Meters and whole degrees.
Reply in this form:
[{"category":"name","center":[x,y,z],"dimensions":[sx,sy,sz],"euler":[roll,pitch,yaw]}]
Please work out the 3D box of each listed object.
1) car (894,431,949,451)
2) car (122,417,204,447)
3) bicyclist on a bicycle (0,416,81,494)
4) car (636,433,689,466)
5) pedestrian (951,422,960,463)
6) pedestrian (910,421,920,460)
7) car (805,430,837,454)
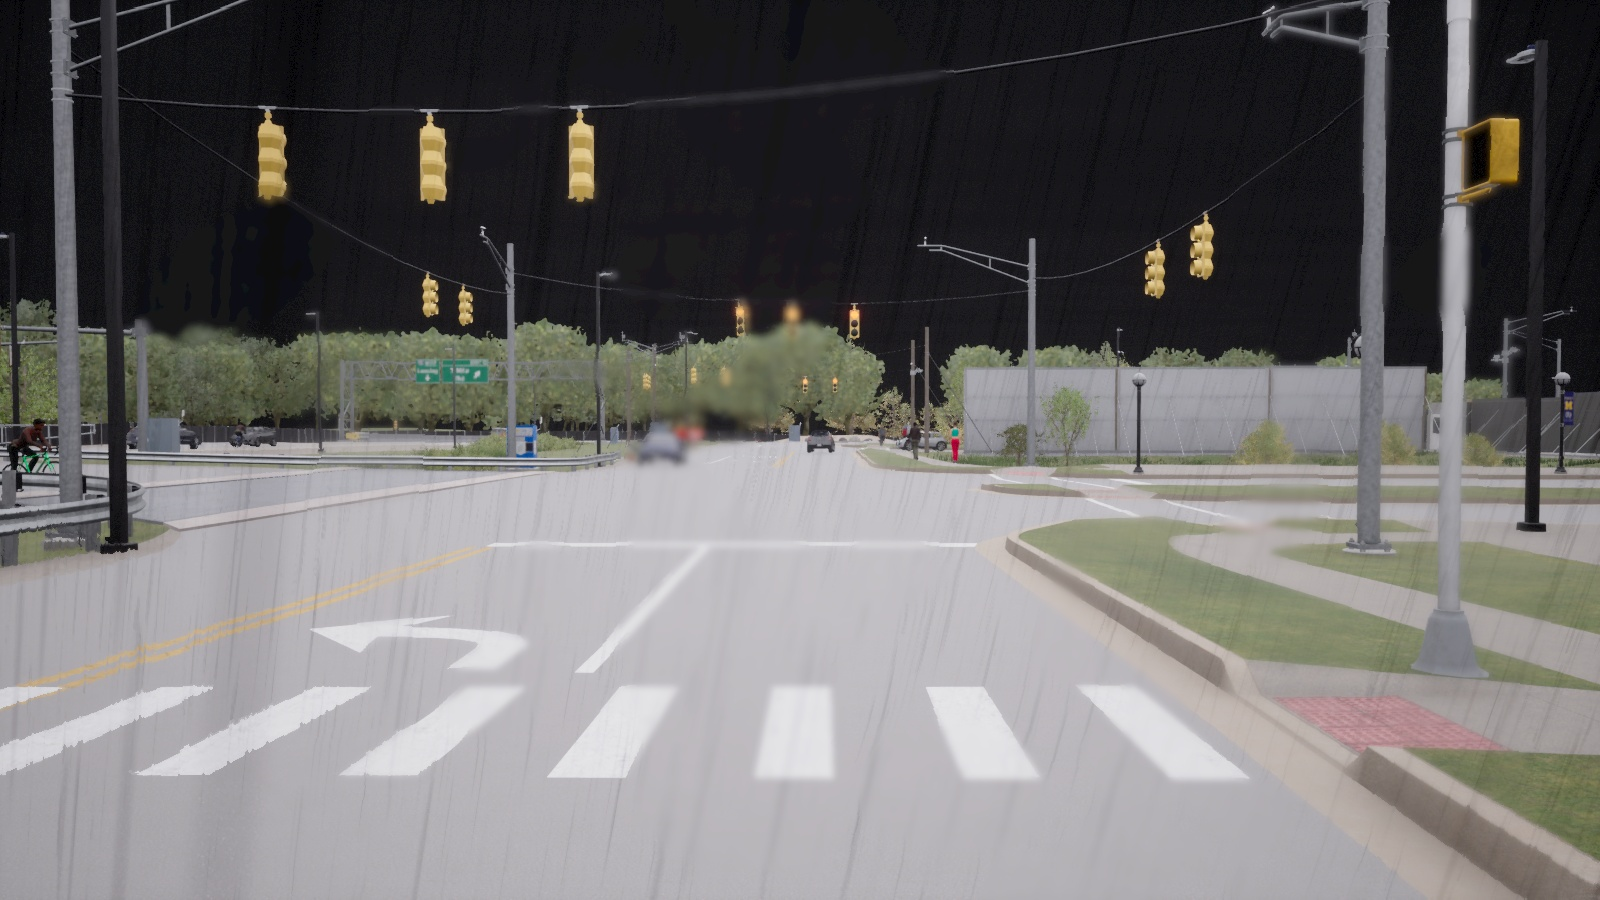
[{"category":"car","center":[9.385,-0.709,97.241],"dimensions":[3.806,1.475,1.970],"euler":[1,2,-9]},{"category":"car","center":[-37.120,-1.046,73.365],"dimensions":[2.152,1.651,5.027],"euler":[0,1,1]},{"category":"bicyclist on a bicycle","center":[-16.784,0.111,27.556],"dimensions":[1.656,1.620,0.582],"euler":[-2,0,8]},{"category":"car","center":[-6.297,-0.042,57.913],"dimensions":[1.812,1.442,4.674],"euler":[0,1,1]},{"category":"pedestrian","center":[6.949,-0.342,56.221],"dimensions":[0.345,1.836,0.594],"euler":[0,2,0]},{"category":"pedestrian","center":[5.497,-0.470,60.048],"dimensions":[0.431,1.840,0.703],"euler":[0,2,0]},{"category":"car","center":[1.422,-0.557,83.866],"dimensions":[1.845,1.501,3.633],"euler":[0,1,5]}]
